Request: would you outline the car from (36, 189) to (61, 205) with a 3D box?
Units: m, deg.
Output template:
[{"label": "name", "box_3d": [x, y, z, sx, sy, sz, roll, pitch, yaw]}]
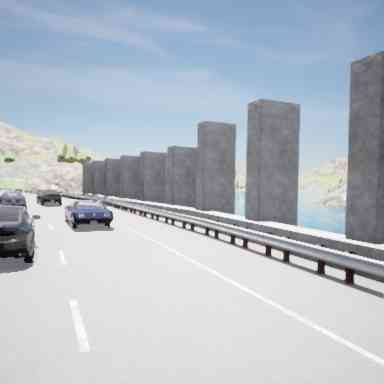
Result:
[{"label": "car", "box_3d": [-14.345, 0.495, 33.279, 1.837, 1.490, 4.892, 0, 1, -32]}]

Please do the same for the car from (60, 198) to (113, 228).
[{"label": "car", "box_3d": [-5.694, 1.100, 17.900, 1.895, 1.301, 4.718, 1, 1, -27]}]

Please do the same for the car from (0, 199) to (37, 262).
[{"label": "car", "box_3d": [-5.897, 1.164, 10.292, 1.837, 1.490, 4.892, 1, 1, -25]}]

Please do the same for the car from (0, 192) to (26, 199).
[{"label": "car", "box_3d": [-14.442, 0.678, 26.733, 2.033, 1.411, 5.357, 0, 1, -30]}]
